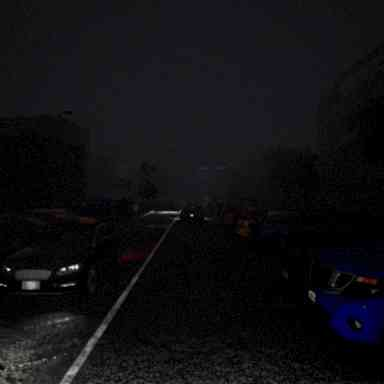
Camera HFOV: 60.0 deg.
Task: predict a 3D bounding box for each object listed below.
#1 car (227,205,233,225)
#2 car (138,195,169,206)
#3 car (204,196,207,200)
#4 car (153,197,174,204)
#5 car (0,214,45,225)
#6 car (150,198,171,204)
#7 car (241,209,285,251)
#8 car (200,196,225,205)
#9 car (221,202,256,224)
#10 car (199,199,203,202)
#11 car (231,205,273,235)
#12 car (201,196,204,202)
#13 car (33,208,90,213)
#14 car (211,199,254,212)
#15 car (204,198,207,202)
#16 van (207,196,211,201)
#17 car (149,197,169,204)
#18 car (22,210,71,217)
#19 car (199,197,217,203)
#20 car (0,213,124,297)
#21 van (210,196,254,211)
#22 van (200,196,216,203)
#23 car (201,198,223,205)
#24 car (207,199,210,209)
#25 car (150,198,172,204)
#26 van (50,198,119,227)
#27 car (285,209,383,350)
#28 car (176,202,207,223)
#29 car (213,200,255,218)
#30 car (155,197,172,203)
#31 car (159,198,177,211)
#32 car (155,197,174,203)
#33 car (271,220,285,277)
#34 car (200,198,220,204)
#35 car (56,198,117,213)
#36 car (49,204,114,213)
[{"bbox_3d":[4.665,1.661,19.116,4.792,1.488,2.163,0,-1,0],"label":"car"},{"bbox_3d":[-7.755,1.791,64.855,5.566,2.045,2.435,0,-1,0],"label":"car"},{"bbox_3d":[4.581,1.807,52.638,4.553,1.767,2.185,0,-1,0],"label":"car"},{"bbox_3d":[-7.558,2.251,88.358,5.366,1.575,1.946,0,-1,0],"label":"car"},{"bbox_3d":[-7.658,1.583,10.585,4.792,1.488,2.163,0,-1,0],"label":"car"},{"bbox_3d":[-7.745,2.201,82.356,4.892,1.521,2.231,0,-1,0],"label":"car"},{"bbox_3d":[4.670,1.610,13.528,4.792,1.488,2.163,0,-1,0],"label":"car"},{"bbox_3d":[4.568,1.883,74.988,5.566,2.045,2.435,0,-1,0],"label":"car"},{"bbox_3d":[4.820,1.653,21.909,5.366,1.575,1.946,0,-1,0],"label":"car"},{"bbox_3d":[0.049,1.939,44.015,1.994,1.385,4.181,0,-1,0],"label":"car"},{"bbox_3d":[4.824,1.603,16.322,5.366,1.575,1.946,0,-1,0],"label":"car"},{"bbox_3d":[4.638,1.707,55.434,5.566,2.045,2.435,0,-1,0],"label":"car"},{"bbox_3d":[-7.689,1.643,16.041,4.674,1.452,2.002,0,-1,0],"label":"car"},{"bbox_3d":[4.632,1.758,33.083,4.892,1.521,2.231,0,-1,0],"label":"car"},{"bbox_3d":[4.643,1.937,49.846,4.792,1.488,2.163,0,-1,0],"label":"car"},{"bbox_3d":[4.733,1.657,47.052,4.442,1.987,1.878,0,-1,0],"label":"van"},{"bbox_3d":[-7.768,2.049,79.544,4.553,1.767,2.185,0,-1,0],"label":"car"},{"bbox_3d":[-7.686,1.619,13.374,4.674,1.452,2.002,0,-1,0],"label":"car"},{"bbox_3d":[4.576,2.279,94.553,4.892,1.521,2.231,0,1,0],"label":"car"},{"bbox_3d":[-3.101,1.549,8.857,2.128,1.511,4.902,0,0,0],"label":"car"},{"bbox_3d":[4.508,1.556,35.878,4.442,1.987,1.878,0,-1,0],"label":"van"},{"bbox_3d":[4.468,2.054,91.746,4.442,1.987,1.878,0,0,0],"label":"van"},{"bbox_3d":[4.589,2.159,77.780,5.008,1.535,2.097,0,-1,0],"label":"car"},{"bbox_3d":[4.617,1.808,38.795,5.008,1.535,2.097,0,-1,0],"label":"car"},{"bbox_3d":[-7.926,2.224,85.419,5.366,1.575,1.946,0,-1,0],"label":"car"},{"bbox_3d":[-7.814,1.452,24.416,4.442,1.987,1.878,0,-1,0],"label":"van"},{"bbox_3d":[4.618,1.254,5.150,5.566,2.045,2.435,0,-1,0],"label":"car"},{"bbox_3d":[0.020,1.792,27.595,1.994,1.385,4.181,0,0,1],"label":"car"},{"bbox_3d":[4.622,1.733,30.289,4.892,1.521,2.231,0,-1,0],"label":"car"},{"bbox_3d":[-7.714,2.150,91.301,4.553,1.767,2.185,0,0,0],"label":"car"},{"bbox_3d":[-3.076,1.959,46.149,1.994,1.385,4.181,0,-1,0],"label":"car"},{"bbox_3d":[-7.752,2.279,94.130,5.008,1.535,2.097,0,0,0],"label":"car"},{"bbox_3d":[4.615,1.560,7.941,4.792,1.488,2.163,0,-1,0],"label":"car"},{"bbox_3d":[4.584,2.212,83.491,4.892,1.521,2.231,0,-1,0],"label":"car"},{"bbox_3d":[-7.724,1.401,21.625,5.566,2.045,2.435,0,-1,0],"label":"car"},{"bbox_3d":[-7.508,1.626,18.958,5.366,1.575,1.946,0,-1,0],"label":"car"}]
